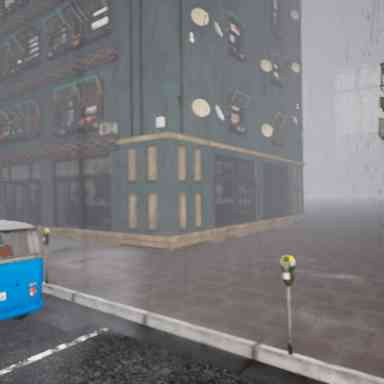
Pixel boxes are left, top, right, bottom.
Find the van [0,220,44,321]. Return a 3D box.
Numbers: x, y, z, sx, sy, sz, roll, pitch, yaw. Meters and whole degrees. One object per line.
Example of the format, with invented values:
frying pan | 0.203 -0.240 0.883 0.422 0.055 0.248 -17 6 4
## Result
van | -4.388 1.334 6.023 3.998 1.788 1.690 0 -1 36
